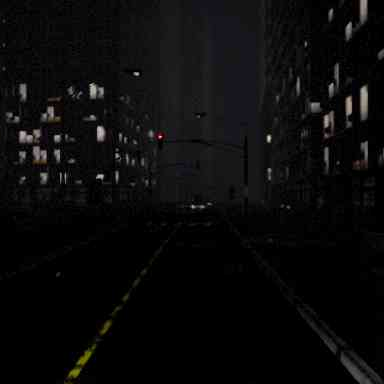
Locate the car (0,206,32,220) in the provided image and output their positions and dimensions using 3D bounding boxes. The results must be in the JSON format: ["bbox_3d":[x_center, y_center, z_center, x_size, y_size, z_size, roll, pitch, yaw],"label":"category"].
[{"bbox_3d":[-17.315,1.982,31.378,4.403,1.369,2.008,-1,0,11],"label":"car"}]

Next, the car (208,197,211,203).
[{"bbox_3d":[3.529,1.825,79.316,1.882,1.535,5.008,0,0,9],"label":"car"}]

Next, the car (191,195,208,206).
[{"bbox_3d":[1.252,1.521,63.906,2.150,2.045,5.566,0,0,8],"label":"car"}]

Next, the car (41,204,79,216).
[{"bbox_3d":[-15.717,2.068,39.604,4.403,1.369,2.008,-1,0,11],"label":"car"}]
